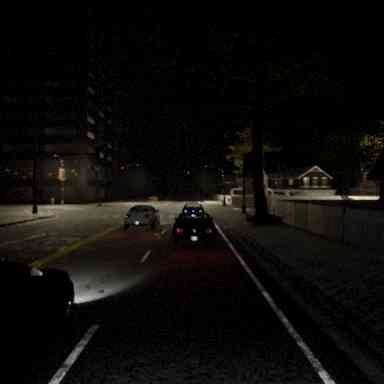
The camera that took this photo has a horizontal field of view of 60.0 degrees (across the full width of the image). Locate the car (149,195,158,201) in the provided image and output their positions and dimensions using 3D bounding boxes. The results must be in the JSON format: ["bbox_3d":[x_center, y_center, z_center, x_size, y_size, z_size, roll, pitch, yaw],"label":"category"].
[{"bbox_3d":[-9.749,1.552,83.644,1.882,1.535,5.008,0,0,0],"label":"car"}]

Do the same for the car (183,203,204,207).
[{"bbox_3d":[0.101,1.628,29.566,1.895,1.301,4.718,0,0,0],"label":"car"}]

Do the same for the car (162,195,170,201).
[{"bbox_3d":[-6.499,1.575,83.641,1.837,1.490,4.892,0,0,0],"label":"car"}]

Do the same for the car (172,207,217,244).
[{"bbox_3d":[0.100,1.615,15.835,1.895,1.301,4.718,0,0,0],"label":"car"}]

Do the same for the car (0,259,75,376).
[{"bbox_3d":[-3.146,1.567,4.493,1.994,1.385,4.181,0,0,0],"label":"car"}]

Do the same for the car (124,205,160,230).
[{"bbox_3d":[-3.150,1.545,21.386,1.812,1.442,4.674,0,0,0],"label":"car"}]
